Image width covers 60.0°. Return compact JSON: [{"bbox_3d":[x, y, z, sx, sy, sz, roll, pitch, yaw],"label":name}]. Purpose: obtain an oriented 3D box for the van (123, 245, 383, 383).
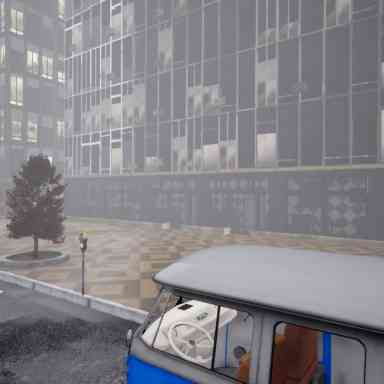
[{"bbox_3d":[1.342,1.341,1.911,3.998,1.788,1.690,0,0,35],"label":"van"}]
